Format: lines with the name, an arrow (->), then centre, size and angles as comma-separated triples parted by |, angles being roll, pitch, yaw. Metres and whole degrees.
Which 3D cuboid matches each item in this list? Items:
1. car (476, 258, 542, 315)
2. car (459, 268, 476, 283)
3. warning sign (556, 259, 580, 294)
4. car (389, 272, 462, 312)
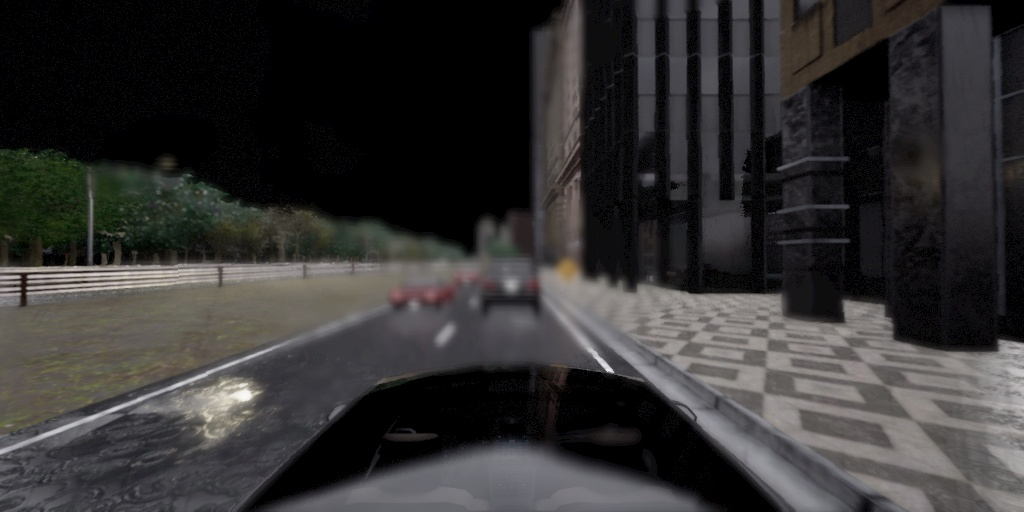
car -> -0.006, 1.116, 14.443 | 2.150, 2.045, 5.566 | 0, 0, 0
car -> -3.517, 1.695, 30.116 | 1.895, 1.301, 4.718 | 0, -1, 0
warning sign -> 3.029, 1.067, 19.350 | 1.300, 1.860, 1.060 | 0, 0, 0
car -> -3.499, 1.500, 15.120 | 1.895, 1.301, 4.718 | 0, -1, 0
